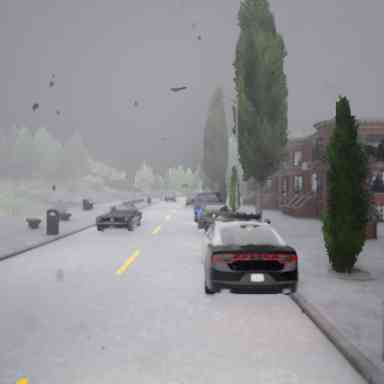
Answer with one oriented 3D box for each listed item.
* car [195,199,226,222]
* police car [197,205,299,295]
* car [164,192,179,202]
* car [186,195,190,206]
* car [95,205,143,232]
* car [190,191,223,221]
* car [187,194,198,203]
[{"bbox_3d":[1.232,1.374,18.628,1.837,1.490,4.892,0,0,0],"label":"car"},{"bbox_3d":[1.215,1.363,8.738,1.930,1.638,5.238,0,0,0],"label":"police car"},{"bbox_3d":[-3.955,1.054,60.299,1.882,1.535,5.008,0,0,1],"label":"car"},{"bbox_3d":[0.097,1.276,46.175,1.895,1.301,4.718,0,0,1],"label":"car"},{"bbox_3d":[-4.067,1.465,19.163,1.895,1.301,4.718,0,0,0],"label":"car"},{"bbox_3d":[1.182,1.000,24.656,2.150,2.045,5.566,-3,0,0],"label":"car"},{"bbox_3d":[0.102,1.150,58.934,1.994,1.385,4.181,0,0,0],"label":"car"}]
